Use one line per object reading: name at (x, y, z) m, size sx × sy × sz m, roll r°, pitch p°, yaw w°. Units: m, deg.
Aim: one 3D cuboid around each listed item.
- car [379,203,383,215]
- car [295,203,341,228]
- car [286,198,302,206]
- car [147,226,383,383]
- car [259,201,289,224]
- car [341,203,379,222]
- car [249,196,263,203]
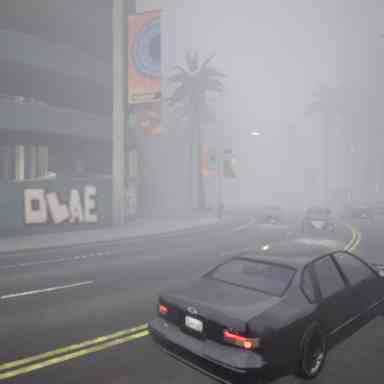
car at (18.156, 1.768, 33.584) m, size 2.033 × 1.411 × 5.357 m, roll 0°, pitch 0°, yaw 3°
car at (7.843, 1.634, 20.525) m, size 2.128 × 1.511 × 4.902 m, roll 0°, pitch 0°, yaw 23°
car at (19.557, 1.932, 63.843) m, size 2.231 × 1.521 × 4.892 m, roll 0°, pitch 0°, yaw -4°
car at (1.840, 1.588, 5.595) m, size 5.357 × 1.411 × 2.033 m, roll 0°, pitch -1°, yaw -43°
car at (6.576, 1.744, 27.110) m, size 2.033 × 1.411 × 5.357 m, roll 0°, pitch 0°, yaw 14°
car at (14.066, 1.717, 28.566) m, size 1.812 × 1.442 × 4.674 m, roll 0°, pitch 0°, yaw 11°
car at (17.511, 2.035, 93.146) m, size 2.185 × 1.767 × 4.553 m, roll 0°, pitch 0°, yaw -4°
